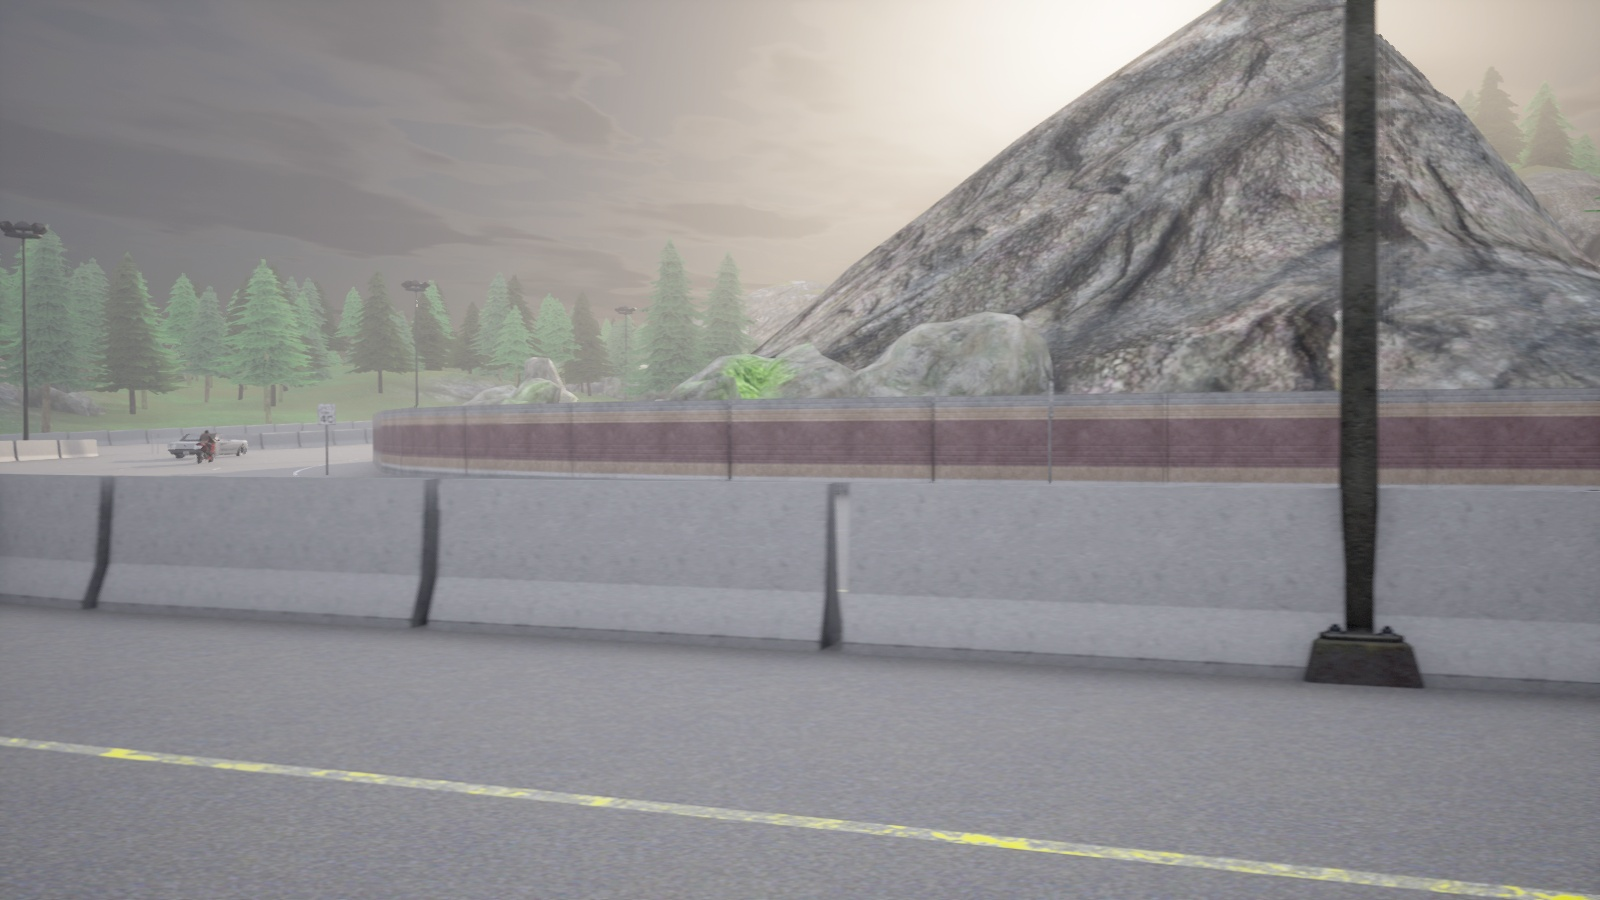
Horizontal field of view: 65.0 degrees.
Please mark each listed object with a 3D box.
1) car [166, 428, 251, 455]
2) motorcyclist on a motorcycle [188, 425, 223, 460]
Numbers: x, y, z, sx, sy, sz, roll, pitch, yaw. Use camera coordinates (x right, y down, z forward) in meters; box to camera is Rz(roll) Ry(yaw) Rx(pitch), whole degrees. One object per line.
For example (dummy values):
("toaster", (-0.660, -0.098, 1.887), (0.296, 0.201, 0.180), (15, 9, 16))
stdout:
("car", (-30.178, -0.463, 64.237), (1.895, 1.301, 4.718), (0, 2, 4))
("motorcyclist on a motorcycle", (-26.577, -0.344, 56.146), (0.797, 1.523, 2.044), (1, 2, -7))
